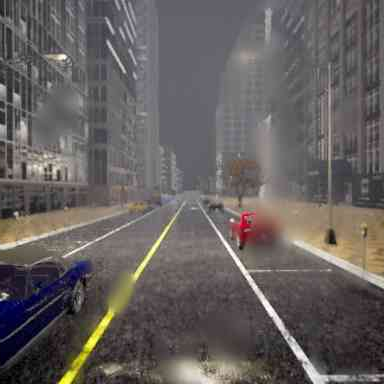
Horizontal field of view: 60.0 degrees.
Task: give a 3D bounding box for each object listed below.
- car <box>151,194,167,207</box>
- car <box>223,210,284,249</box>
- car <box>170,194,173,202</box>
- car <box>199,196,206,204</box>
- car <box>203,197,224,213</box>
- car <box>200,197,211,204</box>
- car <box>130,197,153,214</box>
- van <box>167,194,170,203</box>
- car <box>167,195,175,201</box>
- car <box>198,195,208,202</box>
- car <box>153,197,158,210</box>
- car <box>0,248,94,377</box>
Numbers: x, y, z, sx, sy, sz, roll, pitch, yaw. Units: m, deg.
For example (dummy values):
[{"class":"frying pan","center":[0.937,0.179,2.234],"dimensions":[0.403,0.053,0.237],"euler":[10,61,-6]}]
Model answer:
[{"class":"car","center":[-5.807,1.405,53.876],"dimensions":[2.192,1.841,5.009],"euler":[-1,0,0]},{"class":"car","center":[2.655,1.556,14.417],"dimensions":[1.887,1.381,4.507],"euler":[-1,0,0]},{"class":"car","center":[-5.841,1.422,70.801],"dimensions":[2.192,1.841,5.009],"euler":[-1,0,0]},{"class":"car","center":[2.577,1.609,53.916],"dimensions":[2.008,1.369,4.403],"euler":[-1,0,0]},{"class":"car","center":[2.611,1.591,36.988],"dimensions":[2.008,1.369,4.403],"euler":[-1,0,0]},{"class":"car","center":[2.554,1.620,65.202],"dimensions":[2.008,1.369,4.403],"euler":[-1,0,0]},{"class":"car","center":[-5.770,1.597,36.782],"dimensions":[1.752,1.417,4.829],"euler":[-1,0,0]},{"class":"van","center":[-5.829,1.443,65.159],"dimensions":[1.690,1.788,3.998],"euler":[-1,0,0]},{"class":"car","center":[-5.884,1.566,93.366],"dimensions":[1.967,1.590,4.097],"euler":[-1,0,0]},{"class":"car","center":[2.530,1.521,76.487],"dimensions":[1.967,1.590,4.097],"euler":[-1,0,0]},{"class":"car","center":[-5.781,1.660,42.593],"dimensions":[1.802,1.307,4.206],"euler":[-1,0,0]},{"class":"car","center":[-3.008,1.620,4.842],"dimensions":[1.895,1.301,4.718],"euler":[0,0,0]}]
